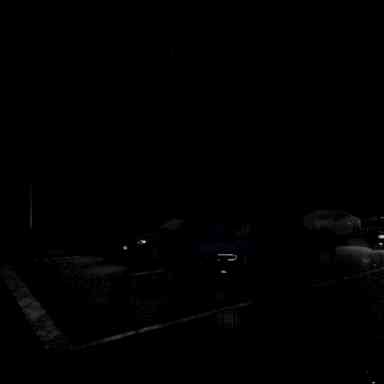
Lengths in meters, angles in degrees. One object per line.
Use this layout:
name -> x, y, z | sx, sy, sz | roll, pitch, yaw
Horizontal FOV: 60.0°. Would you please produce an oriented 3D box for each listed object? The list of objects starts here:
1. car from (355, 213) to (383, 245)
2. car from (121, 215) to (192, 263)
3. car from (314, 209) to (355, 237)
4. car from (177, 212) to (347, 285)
car -> 9.590, 1.705, 15.043 | 4.181, 1.385, 1.994 | 1, 0, -34
car -> -0.303, 1.587, 12.355 | 4.674, 1.442, 1.812 | 1, 0, -35
car -> 7.125, 1.663, 17.592 | 4.674, 1.442, 1.812 | 1, 0, -35
car -> 2.244, 1.544, 9.868 | 5.008, 1.535, 1.882 | 1, 0, -35
